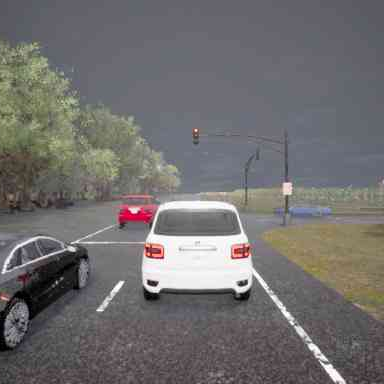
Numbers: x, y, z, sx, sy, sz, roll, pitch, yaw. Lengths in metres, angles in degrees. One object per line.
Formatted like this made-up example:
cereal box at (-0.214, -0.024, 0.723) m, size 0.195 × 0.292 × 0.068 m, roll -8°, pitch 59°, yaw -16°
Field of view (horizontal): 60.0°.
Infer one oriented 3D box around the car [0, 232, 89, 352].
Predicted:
car at (-3.400, 1.493, 6.154) m, size 2.128 × 1.511 × 4.902 m, roll 0°, pitch 0°, yaw 0°

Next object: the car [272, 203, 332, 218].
car at (10.553, 1.729, 32.052) m, size 5.357 × 1.411 × 2.033 m, roll 1°, pitch -1°, yaw 8°

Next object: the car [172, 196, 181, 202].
car at (-3.475, 1.559, 74.968) m, size 1.994 × 1.385 × 4.181 m, roll 0°, pitch 0°, yaw 0°

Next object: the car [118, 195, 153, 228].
car at (-3.399, 1.230, 22.261) m, size 2.150 × 2.045 × 5.566 m, roll 0°, pitch 0°, yaw 0°

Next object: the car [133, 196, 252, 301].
car at (0.102, 1.224, 8.493) m, size 2.150 × 2.045 × 5.566 m, roll 0°, pitch 0°, yaw 0°
